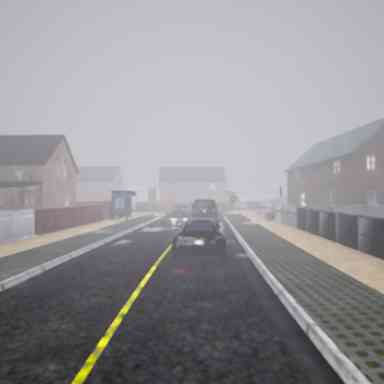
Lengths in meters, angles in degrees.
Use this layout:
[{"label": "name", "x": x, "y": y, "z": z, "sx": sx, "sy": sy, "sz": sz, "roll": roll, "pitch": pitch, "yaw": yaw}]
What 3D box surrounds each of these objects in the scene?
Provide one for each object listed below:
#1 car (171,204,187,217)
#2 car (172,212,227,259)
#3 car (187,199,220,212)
[{"label": "car", "x": -1.191, "y": 2.028, "z": 36.825, "sx": 2.033, "sy": 1.411, "sz": 5.357, "roll": 0, "pitch": -1, "yaw": 3}, {"label": "car", "x": 0.350, "y": 1.725, "z": 13.408, "sx": 1.994, "sy": 1.385, "sz": 4.181, "roll": 0, "pitch": -1, "yaw": 3}, {"label": "car", "x": 1.084, "y": 1.571, "z": 27.493, "sx": 2.150, "sy": 2.045, "sz": 5.566, "roll": 0, "pitch": 0, "yaw": 3}]
